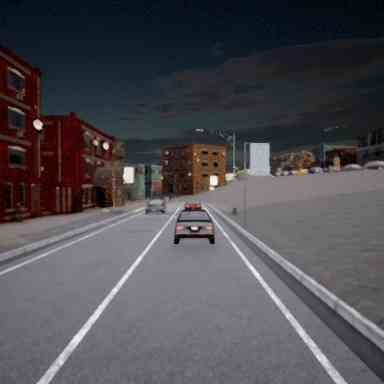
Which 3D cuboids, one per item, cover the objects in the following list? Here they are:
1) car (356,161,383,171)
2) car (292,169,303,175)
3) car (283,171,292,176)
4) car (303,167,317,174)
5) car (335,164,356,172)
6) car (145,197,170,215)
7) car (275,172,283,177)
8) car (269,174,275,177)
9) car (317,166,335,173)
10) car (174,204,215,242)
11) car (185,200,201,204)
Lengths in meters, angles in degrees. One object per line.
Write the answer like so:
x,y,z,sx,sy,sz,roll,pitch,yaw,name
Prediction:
25.053,-3.406,44.756,2.231,1.521,4.892,0,1,-9,car
22.462,-3.834,66.788,2.097,1.535,5.008,0,1,-4,car
22.111,-3.900,72.325,2.002,1.452,4.674,0,1,-2,car
22.929,-3.853,61.282,2.185,1.767,4.553,0,1,-5,car
24.249,-3.472,50.118,2.002,1.452,4.674,0,1,-7,car
-3.584,1.485,33.859,1.812,1.442,4.674,0,0,0,car
21.879,-4.042,77.867,2.231,1.521,4.892,0,1,-1,car
21.752,-4.125,83.384,2.231,1.521,4.892,0,1,-1,car
23.548,-3.588,55.591,2.163,1.488,4.792,0,1,-6,car
0.103,1.528,16.077,2.033,1.411,5.357,0,0,0,car
0.110,1.554,38.607,1.895,1.301,4.718,0,0,0,car
